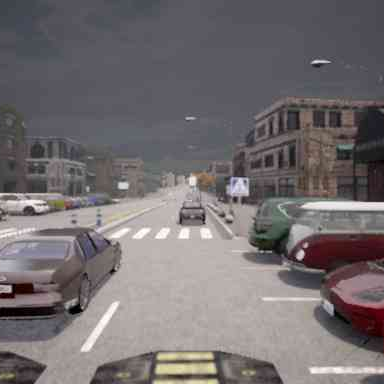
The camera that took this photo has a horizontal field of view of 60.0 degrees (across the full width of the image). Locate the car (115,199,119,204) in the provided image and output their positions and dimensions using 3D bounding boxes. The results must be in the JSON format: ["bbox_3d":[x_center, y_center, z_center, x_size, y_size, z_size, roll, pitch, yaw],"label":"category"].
[{"bbox_3d":[-16.362,1.578,60.526,4.674,1.452,2.002,0,-1,-1],"label":"car"}]

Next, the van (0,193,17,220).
[{"bbox_3d":[-15.923,1.184,24.699,4.442,1.987,1.878,0,0,-1],"label":"van"}]

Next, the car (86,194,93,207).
[{"bbox_3d":[-16.218,1.404,43.992,4.892,1.521,2.231,0,0,-1],"label":"car"}]

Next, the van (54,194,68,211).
[{"bbox_3d":[-16.254,1.158,35.845,4.442,1.987,1.878,0,0,0],"label":"van"}]

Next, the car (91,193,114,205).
[{"bbox_3d":[-16.339,1.227,55.018,5.566,2.045,2.435,0,-1,-1],"label":"car"}]

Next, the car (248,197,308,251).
[{"bbox_3d":[4.691,1.214,11.210,5.566,2.045,2.435,0,0,0],"label":"car"}]

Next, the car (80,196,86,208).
[{"bbox_3d":[-16.157,1.423,41.236,4.792,1.488,2.163,0,0,-1],"label":"car"}]

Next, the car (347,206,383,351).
[{"bbox_3d":[4.726,1.228,2.874,5.566,2.045,2.435,0,0,0],"label":"car"}]

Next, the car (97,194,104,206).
[{"bbox_3d":[-16.256,1.433,49.504,5.008,1.535,2.097,0,0,-1],"label":"car"}]

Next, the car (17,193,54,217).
[{"bbox_3d":[-16.060,1.138,30.210,5.566,2.045,2.435,0,0,-1],"label":"car"}]

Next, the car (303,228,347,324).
[{"bbox_3d":[4.658,1.506,5.527,4.792,1.488,2.163,0,0,0],"label":"car"}]

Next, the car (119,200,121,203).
[{"bbox_3d":[-16.197,1.570,63.285,5.366,1.575,1.946,0,-1,-1],"label":"car"}]

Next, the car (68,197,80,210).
[{"bbox_3d":[-16.168,1.387,38.481,5.008,1.535,2.097,0,0,-1],"label":"car"}]

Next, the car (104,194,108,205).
[{"bbox_3d":[-16.290,1.454,52.260,5.008,1.535,2.097,0,0,-1],"label":"car"}]

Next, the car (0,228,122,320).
[{"bbox_3d":[-2.941,1.529,7.566,2.033,1.411,5.357,0,0,-1],"label":"car"}]

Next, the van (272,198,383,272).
[{"bbox_3d":[4.556,1.246,8.433,4.442,1.987,1.878,0,0,0],"label":"van"}]

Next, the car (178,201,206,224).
[{"bbox_3d":[0.023,1.420,24.430,2.128,1.511,4.902,0,0,0],"label":"car"}]

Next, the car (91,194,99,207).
[{"bbox_3d":[-16.242,1.417,46.748,4.892,1.521,2.231,0,0,-1],"label":"car"}]

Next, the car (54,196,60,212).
[{"bbox_3d":[-16.116,1.426,32.969,4.674,1.452,2.002,0,0,-1],"label":"car"}]
